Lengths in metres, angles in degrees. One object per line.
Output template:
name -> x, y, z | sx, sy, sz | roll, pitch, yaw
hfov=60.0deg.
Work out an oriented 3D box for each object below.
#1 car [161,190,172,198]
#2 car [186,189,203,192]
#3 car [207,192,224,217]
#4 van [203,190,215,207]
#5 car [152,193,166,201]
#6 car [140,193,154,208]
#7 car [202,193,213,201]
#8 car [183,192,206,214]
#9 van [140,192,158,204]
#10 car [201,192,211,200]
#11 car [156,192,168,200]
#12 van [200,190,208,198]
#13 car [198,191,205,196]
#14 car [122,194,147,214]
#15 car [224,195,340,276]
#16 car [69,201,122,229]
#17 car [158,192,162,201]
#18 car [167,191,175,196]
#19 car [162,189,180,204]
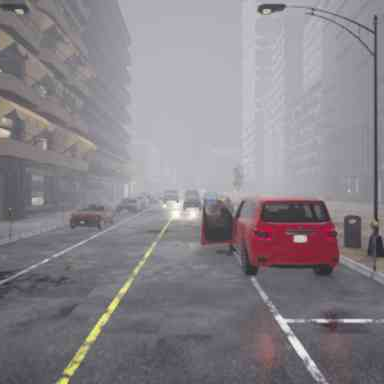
car -> -5.712, 0.390, 75.147 | 2.192, 1.841, 5.009 | 1, 1, 0
car -> -0.020, 0.654, 45.828 | 2.150, 2.045, 5.566 | 0, 1, 0
car -> 2.689, 1.059, 30.598 | 1.967, 1.590, 4.097 | 1, 1, 0
van -> 2.682, 0.755, 47.305 | 1.690, 1.788, 3.998 | 1, 1, 0
car -> -5.707, 0.829, 58.441 | 2.008, 1.369, 4.403 | 1, 1, 0
car -> -5.696, 1.101, 36.165 | 2.008, 1.369, 4.403 | 1, 1, 0
car -> 2.673, 0.860, 58.445 | 1.802, 1.307, 4.206 | 1, 1, 0
car -> 0.048, 1.065, 34.378 | 2.128, 1.511, 4.902 | 0, 1, 0
van -> -5.695, 0.823, 41.732 | 1.690, 1.788, 3.998 | 1, 1, 0
car -> 2.671, 0.733, 64.183 | 1.752, 1.417, 4.829 | 1, 1, 0
car -> -5.709, 0.737, 63.841 | 1.752, 1.417, 4.829 | 1, 1, 0
van -> 2.668, 0.416, 75.151 | 1.690, 1.788, 3.998 | 1, 1, 0
car -> 2.656, 0.397, 92.030 | 1.752, 1.417, 4.829 | 1, 1, 0
car -> -5.693, 1.185, 30.596 | 1.947, 1.339, 4.313 | 1, 1, 0
car -> 2.391, 1.094, 10.032 | 2.150, 2.045, 5.566 | 0, 1, 0
car -> -5.687, 1.301, 19.457 | 1.887, 1.381, 4.507 | 1, 1, 0
car -> -5.700, 0.941, 47.134 | 1.752, 1.417, 4.829 | 1, 1, 0
car -> -5.724, 0.418, 91.857 | 1.887, 1.381, 4.507 | 1, 1, 0
car -> -3.026, 0.603, 49.187 | 2.150, 2.045, 5.566 | 0, 1, 0
